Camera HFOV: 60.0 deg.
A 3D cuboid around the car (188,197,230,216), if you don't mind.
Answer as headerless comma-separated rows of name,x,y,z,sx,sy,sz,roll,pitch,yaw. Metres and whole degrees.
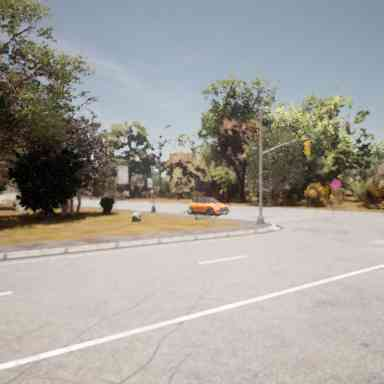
car,1.638,1.343,32.643,2.097,1.767,4.553,0,0,-39
